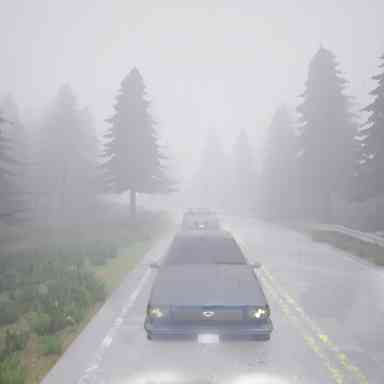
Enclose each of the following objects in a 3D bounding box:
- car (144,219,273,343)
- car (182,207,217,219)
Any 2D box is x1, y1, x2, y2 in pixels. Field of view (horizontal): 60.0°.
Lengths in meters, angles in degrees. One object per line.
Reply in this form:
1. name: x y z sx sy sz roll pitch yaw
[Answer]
1. car: 0.265 1.557 7.071 2.033 1.411 5.357 0 0 1
2. car: 0.435 1.584 19.156 1.994 1.385 4.181 0 0 -2
